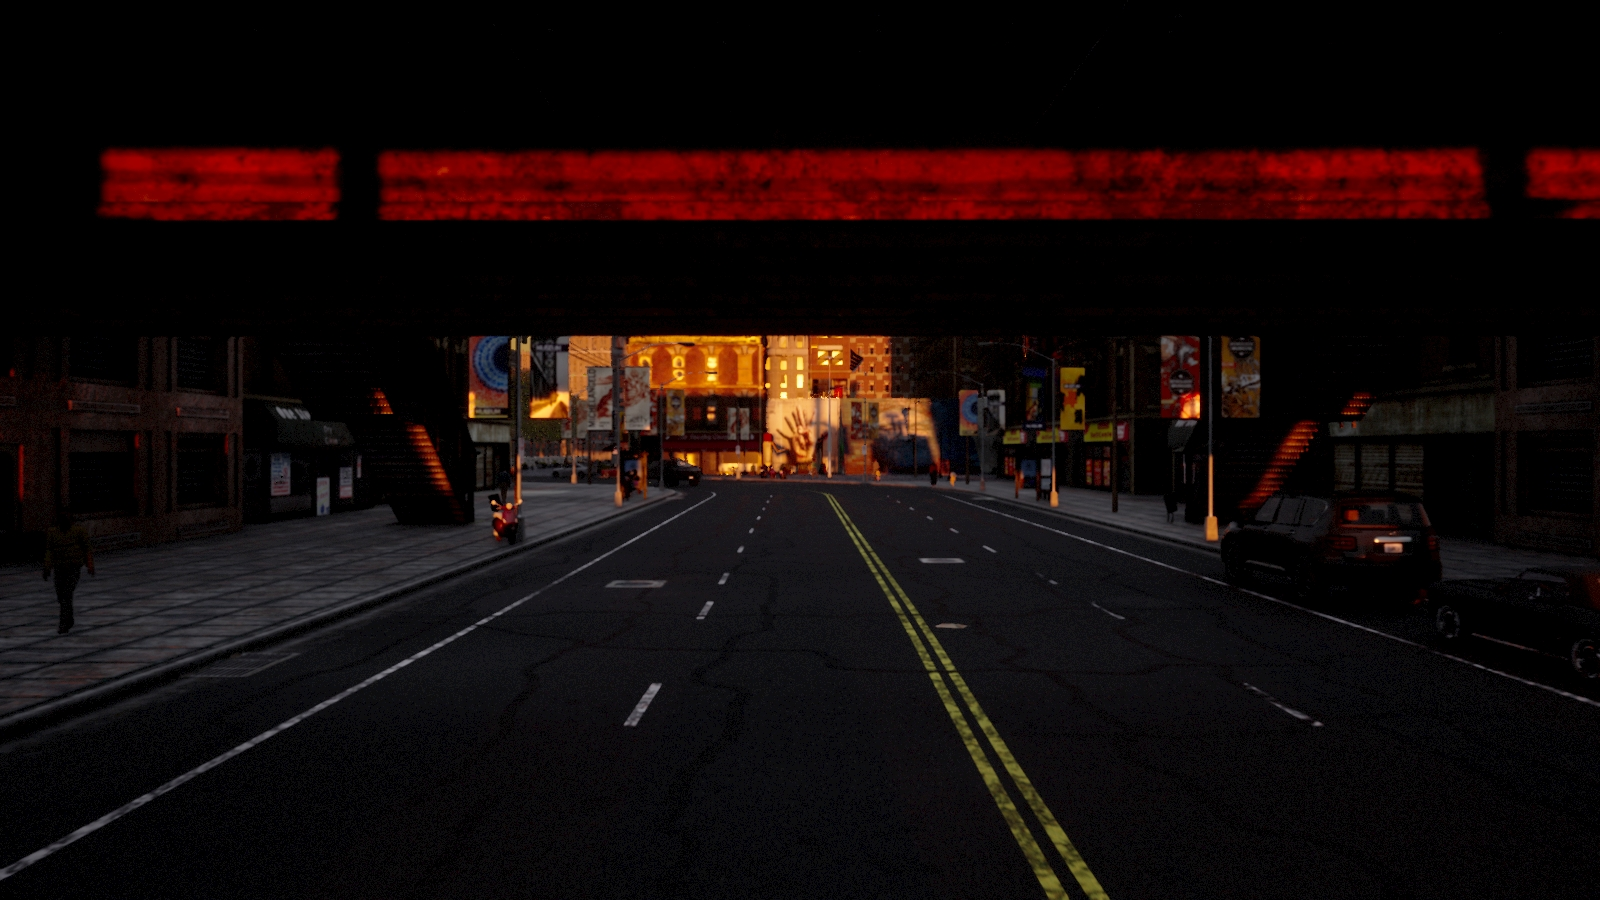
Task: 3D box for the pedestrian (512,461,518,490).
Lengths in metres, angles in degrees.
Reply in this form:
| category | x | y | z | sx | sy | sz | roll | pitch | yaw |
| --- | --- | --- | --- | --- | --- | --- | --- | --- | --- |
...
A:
| category | x | y | z | sx | sy | sz | roll | pitch | yaw |
| --- | --- | --- | --- | --- | --- | --- | --- | --- | --- |
| pedestrian | -18.582 | 1.671 | 74.542 | 0.375 | 1.860 | 0.375 | 0 | 0 | -13 |

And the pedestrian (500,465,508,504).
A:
| category | x | y | z | sx | sy | sz | roll | pitch | yaw |
| --- | --- | --- | --- | --- | --- | --- | --- | --- | --- |
| pedestrian | -14.261 | 1.678 | 54.997 | 0.375 | 1.860 | 0.375 | 0 | 0 | -13 |

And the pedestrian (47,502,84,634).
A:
| category | x | y | z | sx | sy | sz | roll | pitch | yaw |
| --- | --- | --- | --- | --- | --- | --- | --- | --- | --- |
| pedestrian | -10.629 | 1.690 | 16.536 | 0.375 | 1.860 | 0.375 | 0 | 0 | -20 |
